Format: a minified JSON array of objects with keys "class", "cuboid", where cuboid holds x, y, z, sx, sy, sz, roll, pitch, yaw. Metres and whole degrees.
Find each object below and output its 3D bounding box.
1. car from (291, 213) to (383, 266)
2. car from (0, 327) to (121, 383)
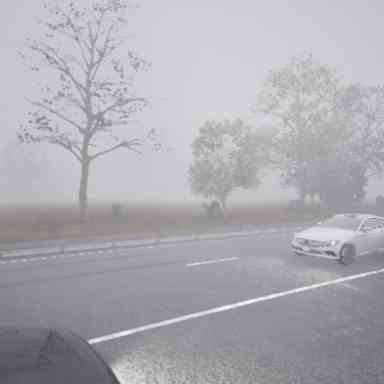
[{"class":"car","cuboid":[5.557,1.495,11.546,4.674,1.442,1.812,0,0,-31]},{"class":"car","cuboid":[-2.433,1.555,1.895,4.181,1.385,1.994,0,0,-36]}]
